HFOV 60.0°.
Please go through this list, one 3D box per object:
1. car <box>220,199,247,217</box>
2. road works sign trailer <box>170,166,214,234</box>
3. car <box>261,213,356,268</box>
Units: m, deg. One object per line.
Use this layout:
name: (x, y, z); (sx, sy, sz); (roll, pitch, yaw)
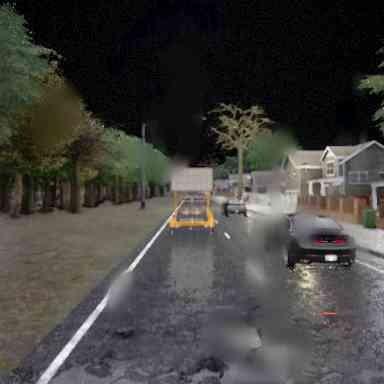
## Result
car: (3.590, 1.343, 29.037); (2.128, 1.511, 4.902); (0, 0, 0)
road works sign trailer: (-0.004, 0.367, 18.369); (2.380, 3.560, 2.880); (0, 0, 0)
car: (3.597, 1.445, 11.022); (1.837, 1.490, 4.892); (0, 0, 0)
